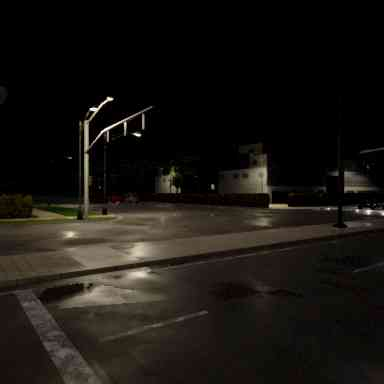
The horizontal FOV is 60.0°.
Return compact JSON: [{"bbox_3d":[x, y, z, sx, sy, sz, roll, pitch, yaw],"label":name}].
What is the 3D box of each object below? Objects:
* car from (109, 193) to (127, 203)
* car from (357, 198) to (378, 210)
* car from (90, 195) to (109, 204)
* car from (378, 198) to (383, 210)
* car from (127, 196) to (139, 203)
[{"bbox_3d":[-15.805,1.224,67.482,2.150,2.045,5.566,0,0,-34],"label":"car"},{"bbox_3d":[23.811,1.509,43.890,4.892,1.490,1.837,0,0,-34],"label":"car"},{"bbox_3d":[-18.569,1.566,65.336,1.994,1.385,4.181,0,0,-34],"label":"car"},{"bbox_3d":[25.329,1.356,40.703,4.553,1.767,2.097,0,0,-34],"label":"car"},{"bbox_3d":[-12.677,1.527,69.100,1.812,1.442,4.674,0,0,-34],"label":"car"}]
